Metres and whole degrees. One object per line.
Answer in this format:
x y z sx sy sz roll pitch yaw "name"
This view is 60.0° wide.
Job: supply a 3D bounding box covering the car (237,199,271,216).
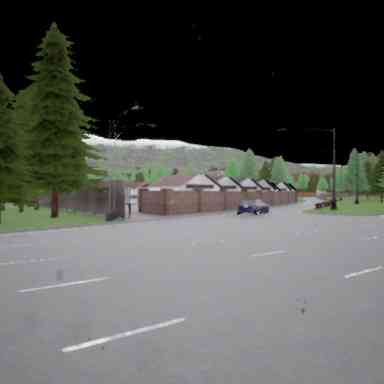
6.474 1.468 34.333 2.097 1.767 4.553 0 0 33 "car"
